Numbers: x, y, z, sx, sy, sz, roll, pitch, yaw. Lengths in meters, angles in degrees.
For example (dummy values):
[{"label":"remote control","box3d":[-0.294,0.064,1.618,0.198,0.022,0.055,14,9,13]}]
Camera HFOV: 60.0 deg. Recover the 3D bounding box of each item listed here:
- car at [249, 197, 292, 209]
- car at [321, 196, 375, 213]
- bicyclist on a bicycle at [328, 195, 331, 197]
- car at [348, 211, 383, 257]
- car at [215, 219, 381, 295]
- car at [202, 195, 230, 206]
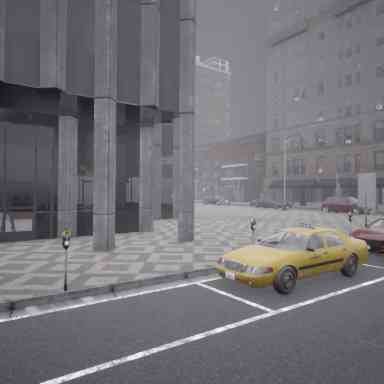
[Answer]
[{"label":"car","box3d":[9.065,1.307,38.992,2.033,1.411,5.357,1,0,-36]},{"label":"car","box3d":[14.578,1.198,31.177,2.097,1.767,4.553,1,0,-35]},{"label":"bicyclist on a bicycle","box3d":[16.343,1.158,39.501,1.656,1.620,0.582,0,0,-35]},{"label":"car","box3d":[7.520,1.547,12.121,4.507,1.381,1.887,0,1,-36]},{"label":"car","box3d":[2.803,1.527,8.755,4.829,1.417,1.752,0,1,-36]},{"label":"car","box3d":[3.391,1.161,47.060,2.128,1.511,4.902,1,0,-35]}]
